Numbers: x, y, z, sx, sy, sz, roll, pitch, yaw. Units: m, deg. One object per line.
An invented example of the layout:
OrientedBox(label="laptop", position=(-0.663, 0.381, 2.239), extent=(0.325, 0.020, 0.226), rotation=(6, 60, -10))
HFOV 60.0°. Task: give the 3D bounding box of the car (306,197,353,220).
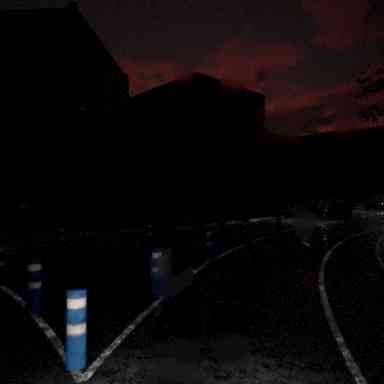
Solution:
OrientedBox(label="car", position=(10.681, 1.189, 25.771), extent=(5.008, 1.535, 1.882), rotation=(-1, 1, -42))

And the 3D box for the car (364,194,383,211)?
OrientedBox(label="car", position=(18.918, 0.961, 33.229), extent=(5.008, 1.535, 1.882), rotation=(-2, 1, -42))
